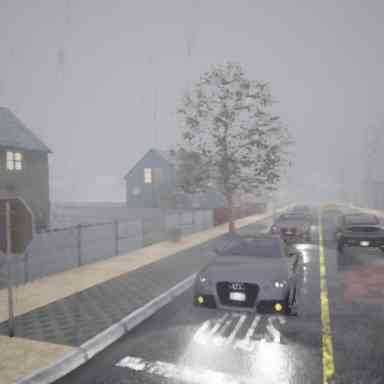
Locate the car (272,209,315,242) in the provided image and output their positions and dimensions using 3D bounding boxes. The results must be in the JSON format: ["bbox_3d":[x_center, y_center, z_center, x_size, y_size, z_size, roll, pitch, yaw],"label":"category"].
[{"bbox_3d":[5.483,1.853,18.258,1.994,1.385,4.181,-2,-1,21],"label":"car"}]

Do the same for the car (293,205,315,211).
[{"bbox_3d":[9.472,1.931,28.721,1.837,1.490,4.892,-2,-2,21],"label":"car"}]

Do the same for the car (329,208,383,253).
[{"bbox_3d":[7.209,1.669,14.513,1.837,1.490,4.892,-2,-1,21],"label":"car"}]

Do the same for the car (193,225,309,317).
[{"bbox_3d":[1.532,1.717,7.859,1.994,1.385,4.181,-2,-1,21],"label":"car"}]

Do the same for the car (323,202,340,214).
[{"bbox_3d":[18.499,2.030,44.211,1.882,1.535,5.008,-2,-1,21],"label":"car"}]
